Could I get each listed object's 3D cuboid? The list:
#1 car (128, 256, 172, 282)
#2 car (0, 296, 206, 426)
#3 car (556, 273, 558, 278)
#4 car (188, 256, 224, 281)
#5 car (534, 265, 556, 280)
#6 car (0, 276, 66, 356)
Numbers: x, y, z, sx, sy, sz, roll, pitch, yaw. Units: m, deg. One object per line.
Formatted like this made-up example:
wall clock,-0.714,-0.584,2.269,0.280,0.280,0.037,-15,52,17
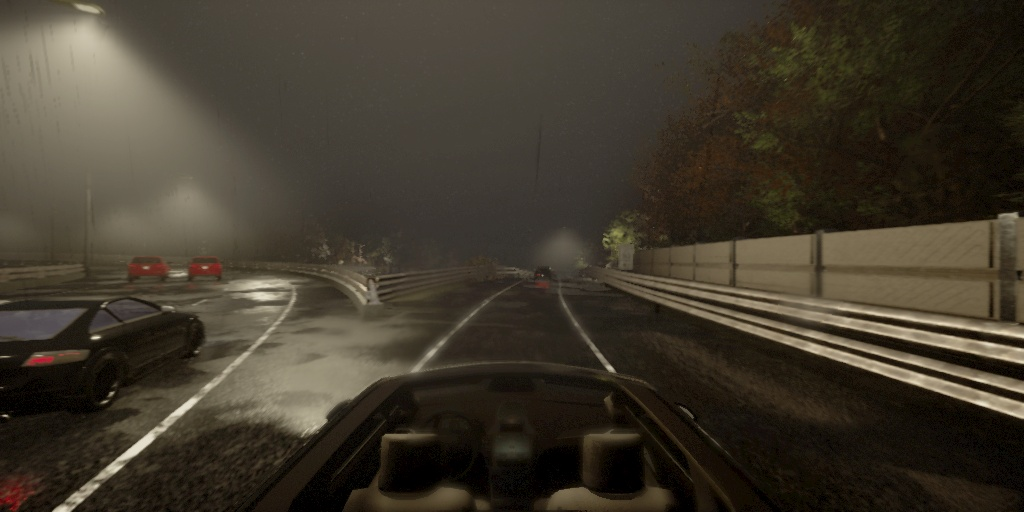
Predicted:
car,-29.939,1.015,29.702,2.150,2.045,5.566,1,-1,-40
car,-6.624,1.301,5.546,1.994,1.385,4.181,1,-1,-23
car,6.955,3.204,63.020,2.033,1.411,5.357,0,-4,10
car,-26.398,1.052,30.959,2.150,2.045,5.566,1,-1,-39
car,3.287,1.717,36.975,1.837,1.490,4.892,0,-2,8
car,-10.737,1.220,6.154,1.837,1.490,4.892,1,-1,-25
